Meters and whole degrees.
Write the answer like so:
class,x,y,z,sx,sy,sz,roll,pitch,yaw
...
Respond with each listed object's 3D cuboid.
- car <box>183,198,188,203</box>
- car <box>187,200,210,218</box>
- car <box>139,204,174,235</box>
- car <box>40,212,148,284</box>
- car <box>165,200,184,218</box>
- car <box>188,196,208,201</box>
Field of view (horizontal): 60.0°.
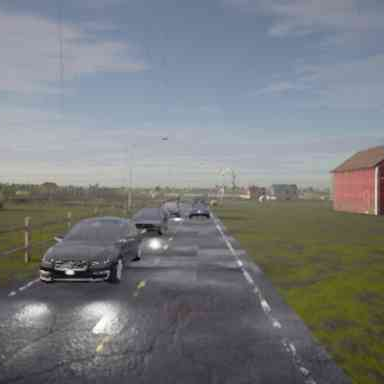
class,x,y,z,sx,sy,sz,roll,pitch,yaw
car,-1.249,2.025,73.631,1.895,1.301,4.718,0,0,1
car,0.715,1.801,32.685,1.994,1.385,4.181,0,0,1
car,-2.458,1.673,20.082,2.033,1.411,5.357,0,0,1
car,-2.676,1.556,9.843,1.837,1.490,4.892,0,0,1
car,-2.107,1.748,33.388,1.812,1.442,4.674,0,-1,2
car,1.014,1.564,47.332,2.150,2.045,5.566,0,-1,2
